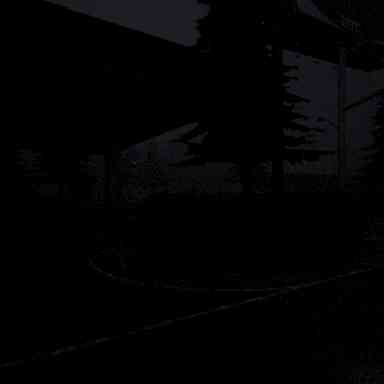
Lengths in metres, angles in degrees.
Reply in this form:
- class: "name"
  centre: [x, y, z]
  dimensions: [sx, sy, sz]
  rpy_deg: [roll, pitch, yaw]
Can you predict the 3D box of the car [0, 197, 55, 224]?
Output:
- class: "car"
  centre: [-11.923, 1.313, 23.512]
  dimensions: [3.866, 1.878, 1.905]
  rpy_deg: [0, 0, -36]
